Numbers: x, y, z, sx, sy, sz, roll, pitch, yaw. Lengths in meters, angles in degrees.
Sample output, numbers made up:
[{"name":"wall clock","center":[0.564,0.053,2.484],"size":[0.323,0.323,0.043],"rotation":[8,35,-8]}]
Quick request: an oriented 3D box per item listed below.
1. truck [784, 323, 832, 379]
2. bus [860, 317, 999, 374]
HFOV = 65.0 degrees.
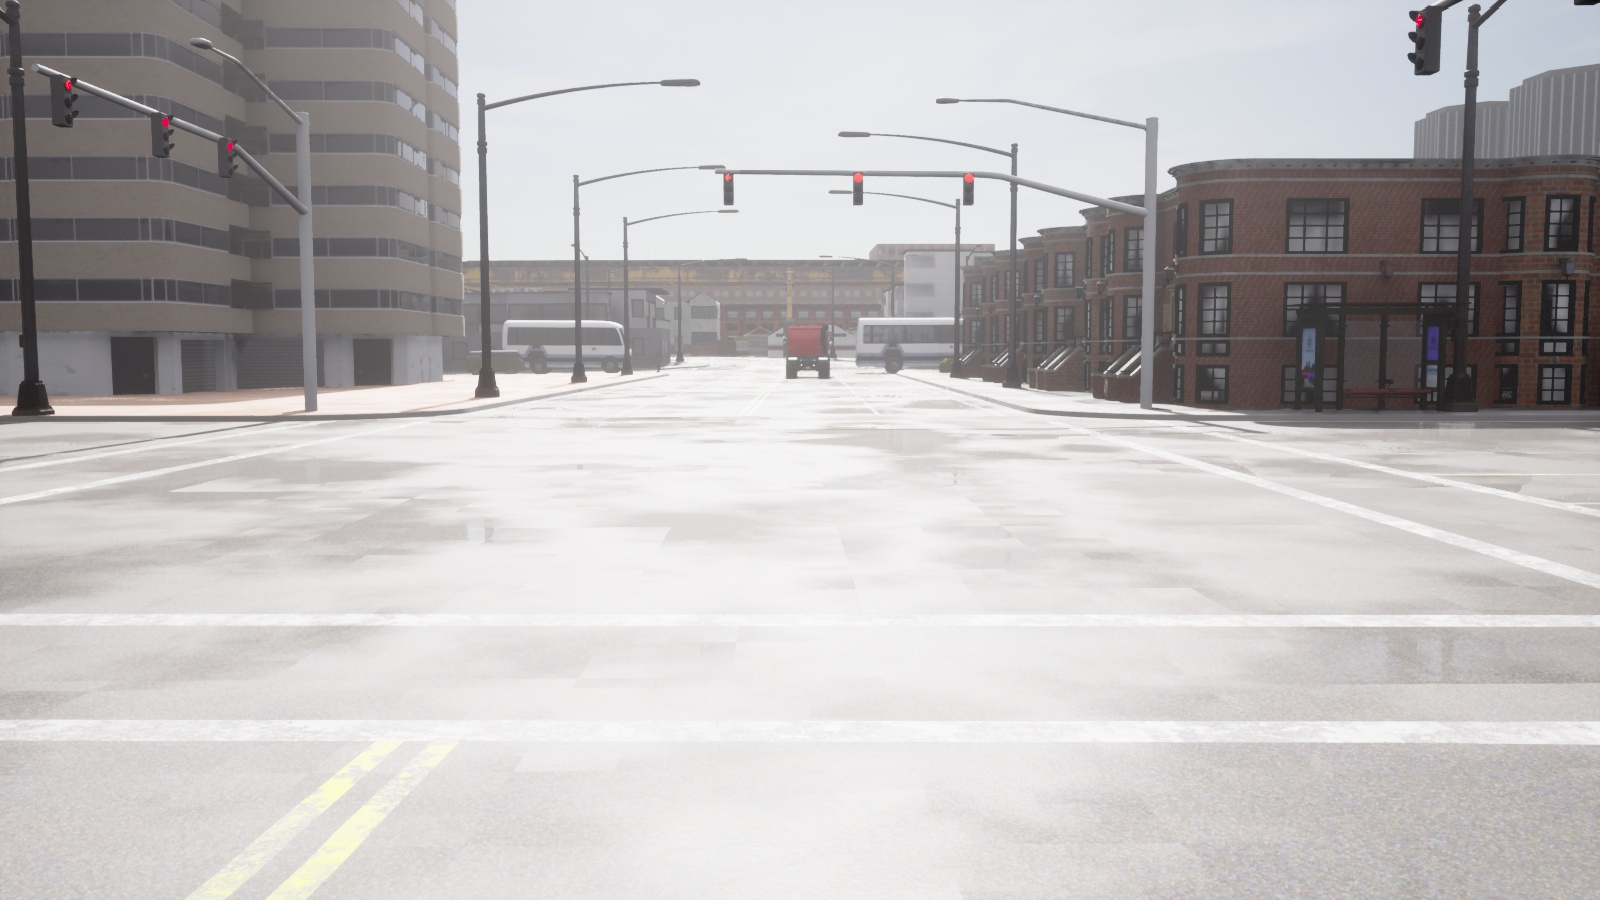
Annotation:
[{"name":"truck","center":[0.515,-6.412,81.219],"size":[2.891,3.462,7.936],"rotation":[0,5,0]},{"name":"bus","center":[9.890,-8.050,96.922],"size":[10.273,4.253,3.944],"rotation":[0,5,0]}]
